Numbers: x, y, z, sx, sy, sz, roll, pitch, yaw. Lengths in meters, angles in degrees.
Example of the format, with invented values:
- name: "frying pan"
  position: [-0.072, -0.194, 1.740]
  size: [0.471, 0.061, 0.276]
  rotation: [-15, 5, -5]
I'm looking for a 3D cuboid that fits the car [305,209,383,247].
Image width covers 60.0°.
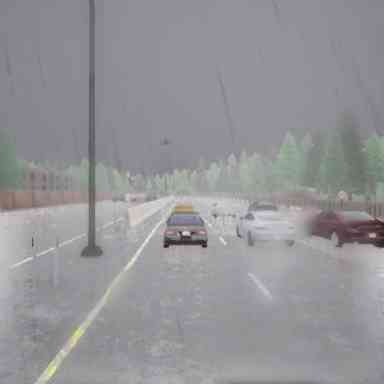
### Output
- name: "car"
  position: [6.682, 1.482, 14.957]
  size: [1.882, 1.535, 5.008]
  rotation: [0, 0, -2]

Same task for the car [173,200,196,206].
- name: "car"
  position: [-0.708, 1.482, 29.681]
  size: [1.882, 1.535, 5.008]
  rotation: [0, 0, -1]

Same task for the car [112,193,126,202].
- name: "car"
  position: [-15.686, 1.181, 71.553]
  size: [2.150, 2.045, 5.566]
  rotation: [0, 0, -1]

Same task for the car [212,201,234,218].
- name: "car"
  position: [2.792, 1.530, 29.763]
  size: [1.812, 1.442, 4.674]
  rotation: [0, 0, -1]

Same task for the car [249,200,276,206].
- name: "car"
  position: [6.291, 1.482, 29.844]
  size: [1.882, 1.535, 5.008]
  rotation: [0, 0, -1]

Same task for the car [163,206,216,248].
- name: "car"
  position: [-0.313, 1.560, 14.708]
  size: [2.033, 1.411, 5.357]
  rotation: [0, 0, -2]

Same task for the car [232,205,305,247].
- name: "car"
  position: [3.184, 1.530, 14.833]
  size: [1.812, 1.442, 4.674]
  rotation: [0, 0, -2]
